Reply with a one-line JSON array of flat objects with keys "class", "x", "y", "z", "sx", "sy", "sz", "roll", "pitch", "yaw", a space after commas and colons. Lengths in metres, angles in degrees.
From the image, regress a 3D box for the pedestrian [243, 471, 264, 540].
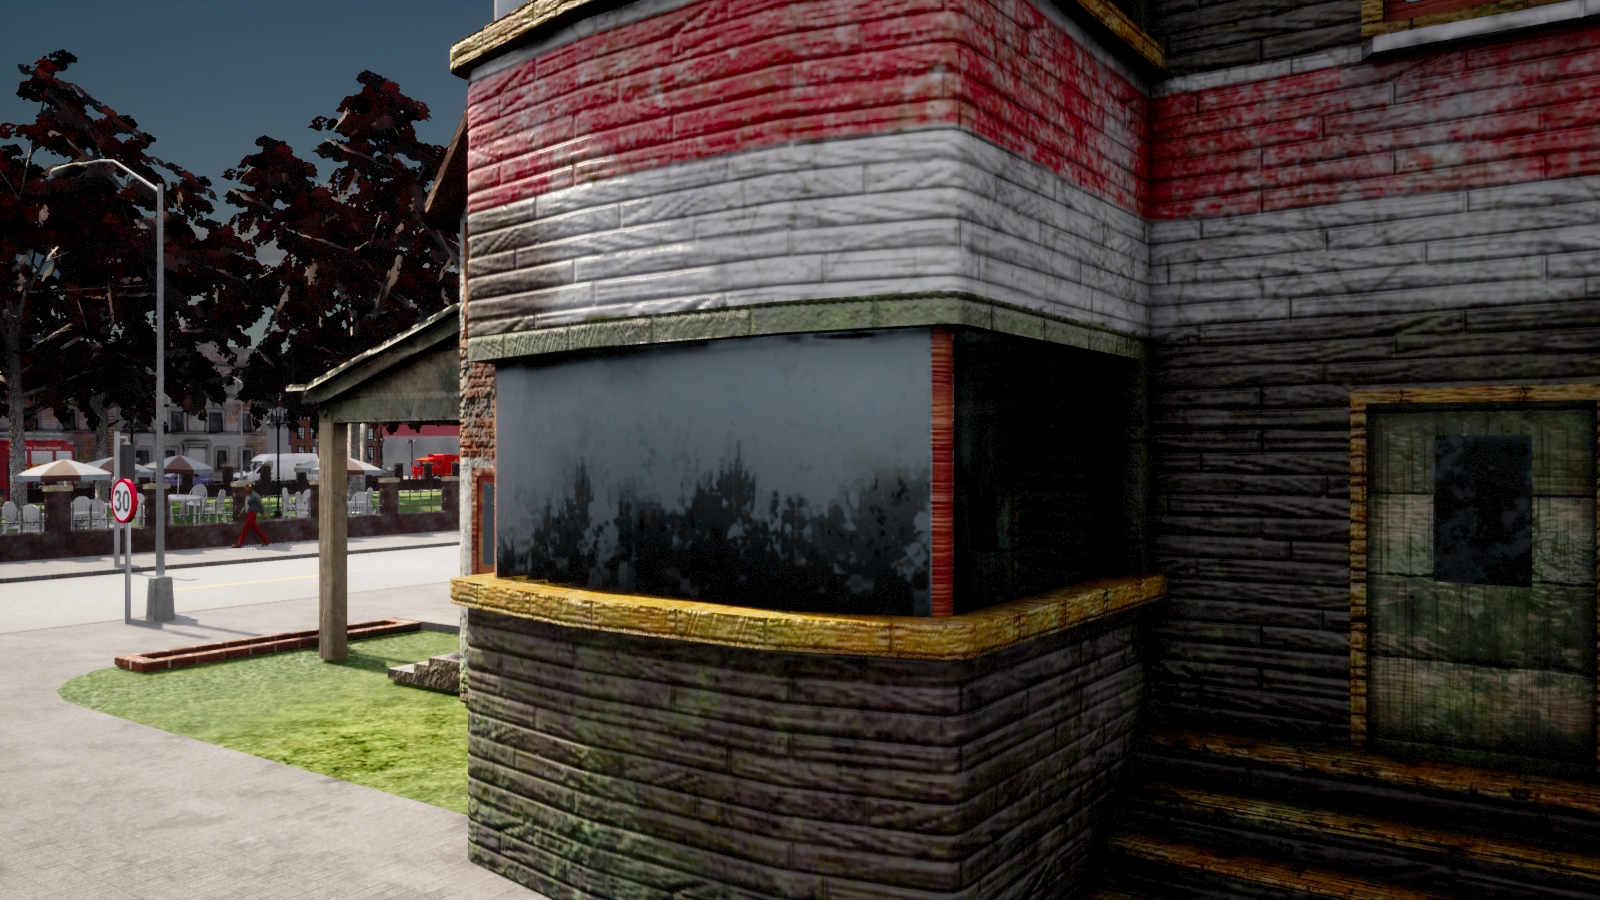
[{"class": "pedestrian", "x": -14.936, "y": 1.517, "z": 31.234, "sx": 0.375, "sy": 1.860, "sz": 0.375, "roll": 0, "pitch": 0, "yaw": 36}]
